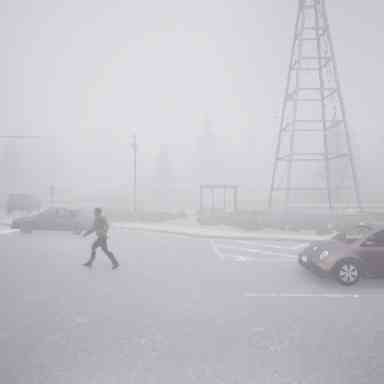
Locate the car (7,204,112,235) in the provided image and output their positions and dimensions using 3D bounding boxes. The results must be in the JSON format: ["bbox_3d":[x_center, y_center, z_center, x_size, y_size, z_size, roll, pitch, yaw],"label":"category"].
[{"bbox_3d":[-7.185,1.547,18.431,5.357,1.411,2.033,0,0,12],"label":"car"}]

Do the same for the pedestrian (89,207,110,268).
[{"bbox_3d":[-2.645,1.294,9.500,0.375,1.860,0.375,0,0,-5],"label":"pedestrian"}]

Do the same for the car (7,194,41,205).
[{"bbox_3d":[-17.737,1.222,35.328,2.150,2.045,5.566,0,0,-11],"label":"car"}]

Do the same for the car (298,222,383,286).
[{"bbox_3d":[4.890,1.521,8.735,3.905,1.438,1.784,0,0,0],"label":"car"}]
